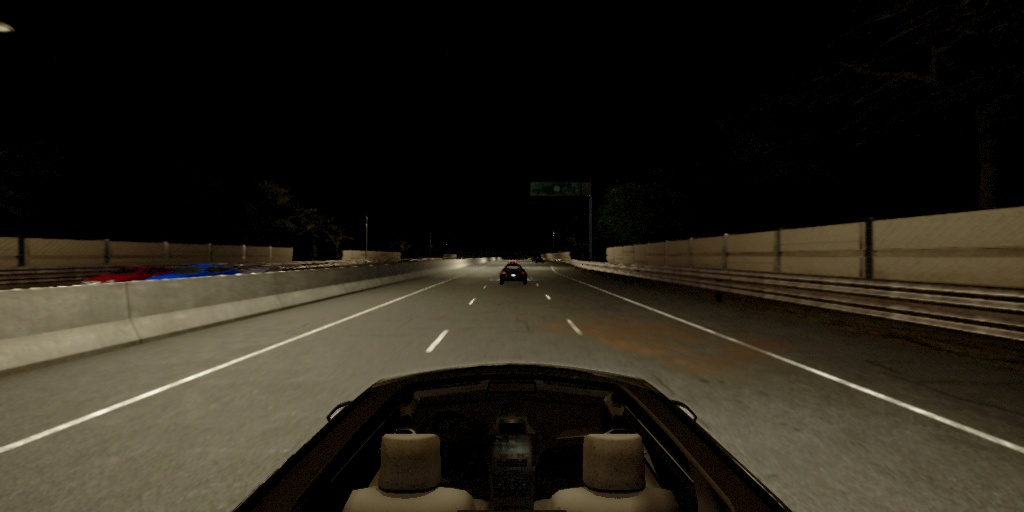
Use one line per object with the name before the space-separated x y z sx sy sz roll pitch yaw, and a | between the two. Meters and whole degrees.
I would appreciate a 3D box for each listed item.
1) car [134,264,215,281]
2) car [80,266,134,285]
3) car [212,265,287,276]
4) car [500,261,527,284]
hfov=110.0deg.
car | -17.582 1.224 20.196 1.882 1.535 5.008 0 0 0
car | -21.081 1.273 20.240 1.812 1.442 4.674 0 0 0
car | -14.082 1.311 20.286 1.994 1.385 4.181 0 0 0
car | 0.106 1.310 26.924 1.994 1.385 4.181 0 0 0
